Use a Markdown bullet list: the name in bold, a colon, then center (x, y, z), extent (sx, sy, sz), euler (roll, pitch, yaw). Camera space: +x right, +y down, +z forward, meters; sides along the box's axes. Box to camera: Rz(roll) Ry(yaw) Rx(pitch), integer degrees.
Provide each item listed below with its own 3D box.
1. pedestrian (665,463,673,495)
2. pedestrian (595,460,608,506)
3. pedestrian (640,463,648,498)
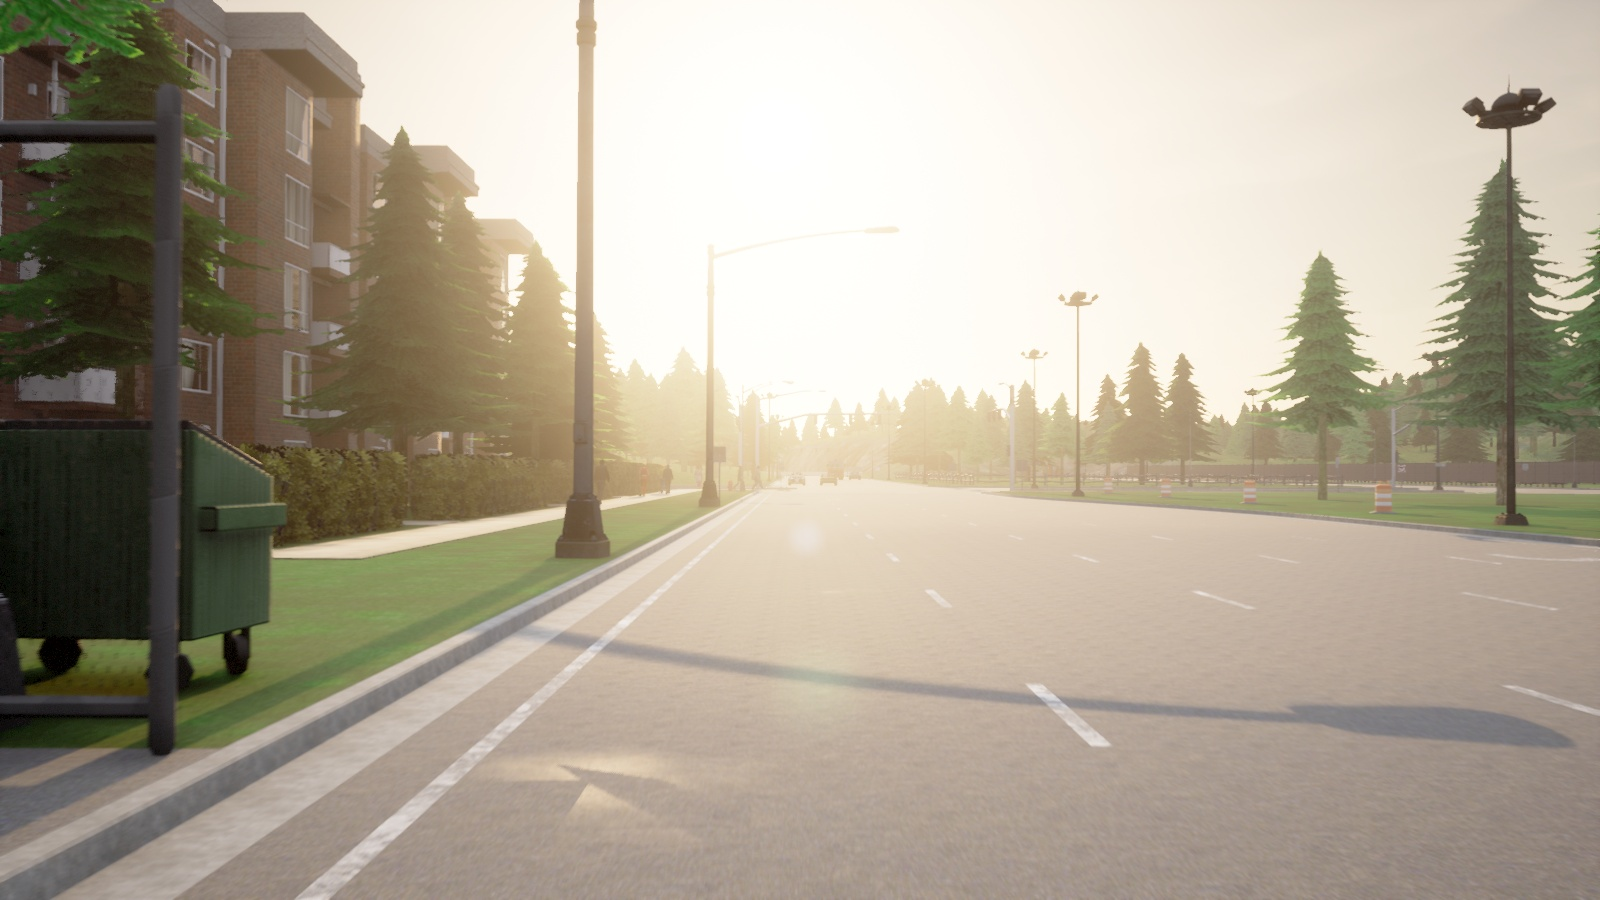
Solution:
- **pedestrian**: center (-7.689, 1.707, 73.640), extent (0.402, 1.842, 0.726), euler (0, -1, 1)
- **pedestrian**: center (-8.040, 1.327, 50.836), extent (0.431, 1.840, 0.703), euler (0, -1, 1)
- **pedestrian**: center (-8.231, 1.589, 66.462), extent (0.345, 1.836, 0.594), euler (0, -1, 0)
